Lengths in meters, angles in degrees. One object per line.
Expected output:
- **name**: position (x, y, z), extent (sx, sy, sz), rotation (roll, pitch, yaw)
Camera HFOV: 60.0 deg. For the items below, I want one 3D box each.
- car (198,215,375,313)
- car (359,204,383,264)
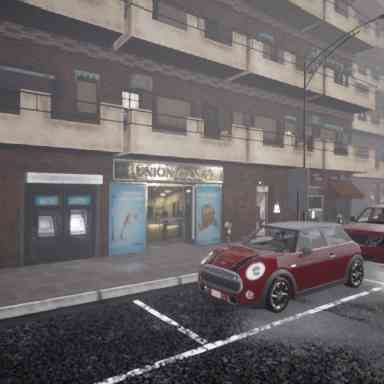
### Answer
- **car**: position (2.087, 1.441, 7.593), extent (4.097, 1.590, 1.967), rotation (0, 0, -36)
- **car**: position (6.588, 1.318, 10.815), extent (5.009, 1.841, 2.192), rotation (0, 0, -36)
